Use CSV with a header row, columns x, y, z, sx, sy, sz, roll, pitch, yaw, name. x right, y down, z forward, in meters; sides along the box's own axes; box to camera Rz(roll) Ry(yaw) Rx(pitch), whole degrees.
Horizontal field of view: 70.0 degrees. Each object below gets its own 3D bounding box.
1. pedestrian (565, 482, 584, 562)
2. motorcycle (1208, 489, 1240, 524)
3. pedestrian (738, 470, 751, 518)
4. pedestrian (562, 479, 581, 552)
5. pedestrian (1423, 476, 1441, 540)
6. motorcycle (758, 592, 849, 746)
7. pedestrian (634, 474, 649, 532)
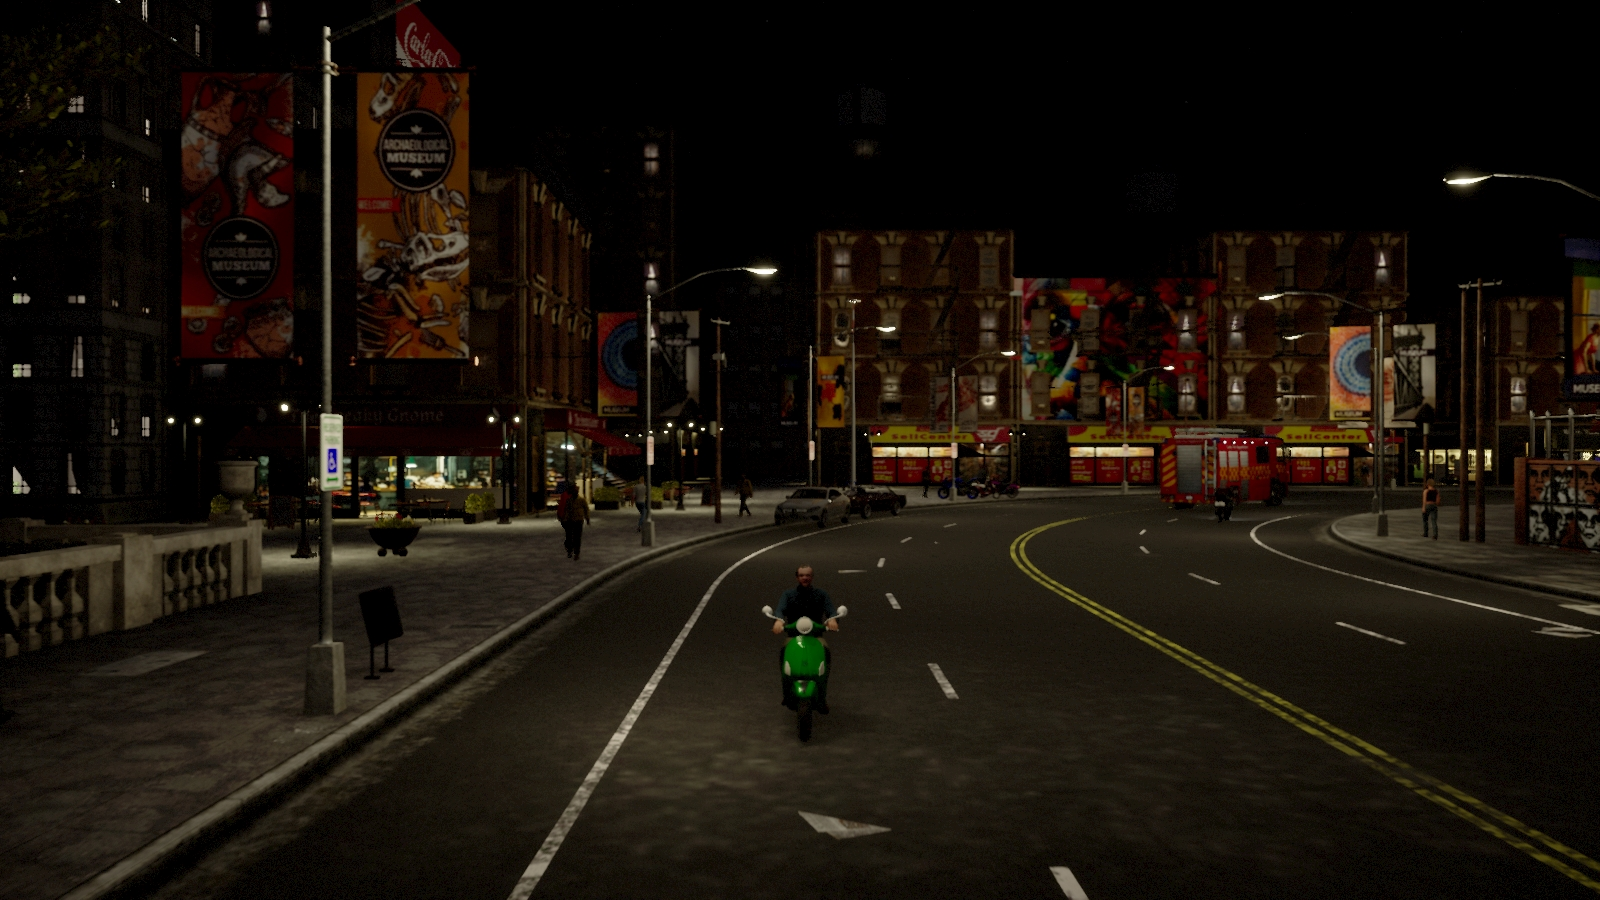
x,y,z,sx,sy,sz,roll,pitch,yaw,name
-5.317,1.696,26.927,0.375,1.860,0.375,0,0,-1,pedestrian
16.640,2.205,44.796,0.867,1.251,2.209,0,0,29,motorcycle
-2.160,1.696,44.479,0.375,1.860,0.375,0,0,34,pedestrian
-5.898,1.696,29.489,0.375,1.860,0.375,0,0,10,pedestrian
18.598,1.697,33.641,0.375,1.860,0.375,0,0,11,pedestrian
0.039,2.182,11.726,0.856,1.236,1.805,0,0,0,motorcycle
-5.124,1.696,36.931,0.375,1.860,0.375,0,0,14,pedestrian
